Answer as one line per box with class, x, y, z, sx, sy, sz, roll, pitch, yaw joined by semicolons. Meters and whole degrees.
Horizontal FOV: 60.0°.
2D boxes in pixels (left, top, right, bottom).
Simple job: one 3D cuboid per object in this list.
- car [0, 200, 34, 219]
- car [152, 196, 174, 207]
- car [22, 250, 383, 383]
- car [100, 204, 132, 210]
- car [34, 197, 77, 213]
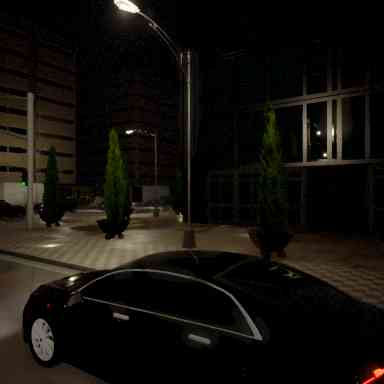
car;-16.385;1.410;28.157;2.097;1.767;4.553;0;0;35
car;-4.129;1.407;51.950;2.097;1.767;4.553;0;0;35
car;-0.196;1.505;4.129;4.892;1.490;1.837;0;0;36
car;-9.894;1.581;43.774;1.812;1.442;4.674;0;0;35
car;-15.016;1.407;36.522;2.097;1.767;4.553;0;0;35
